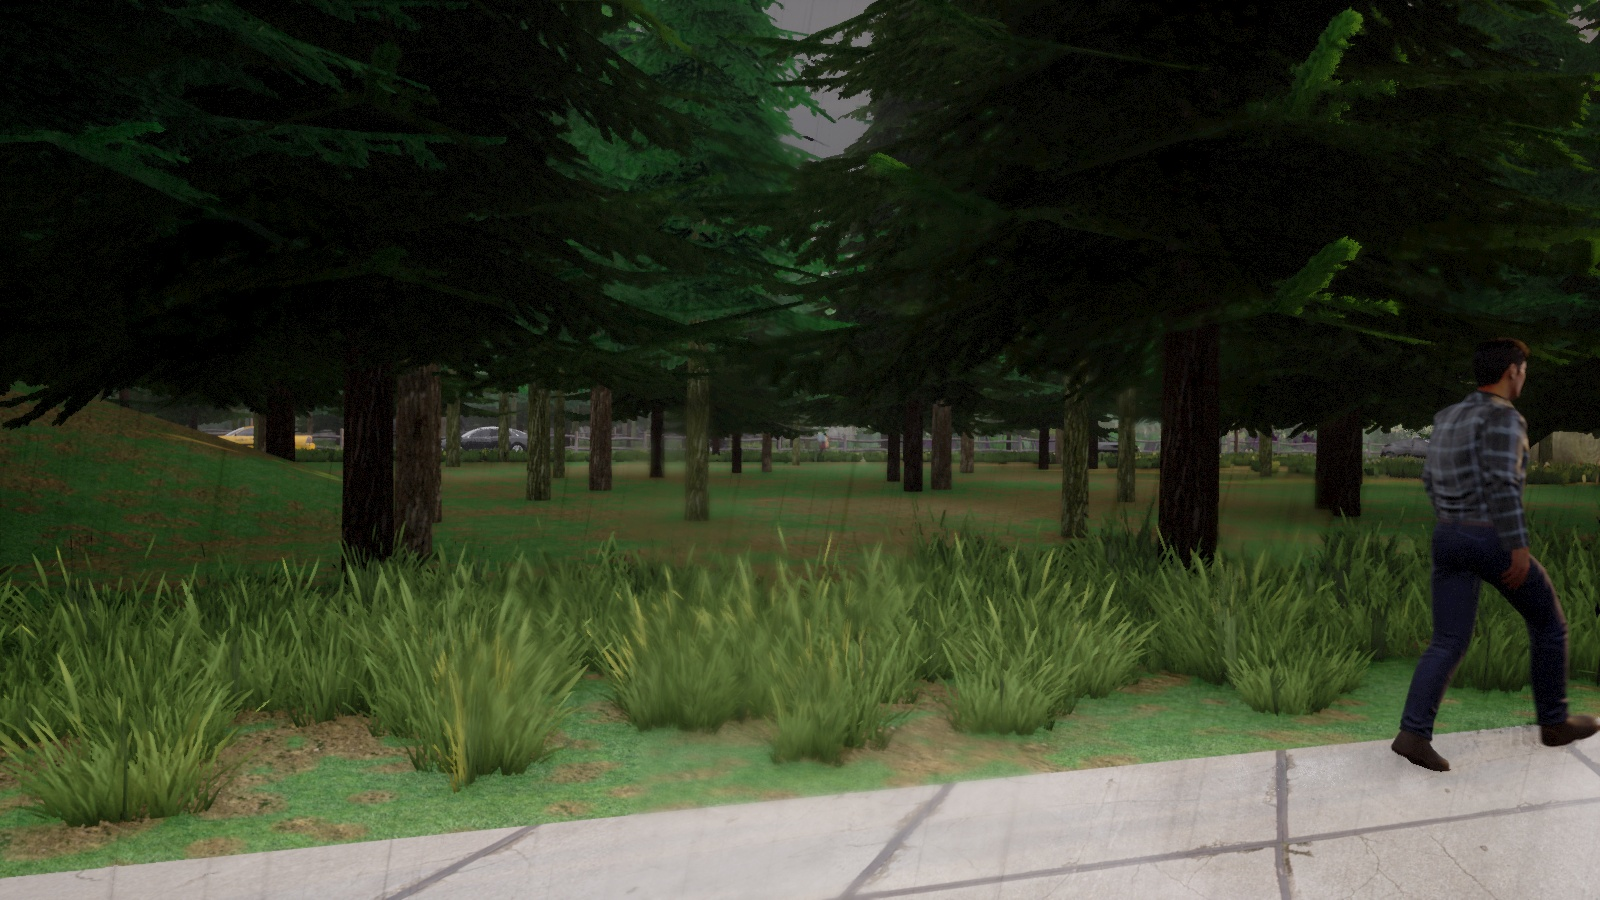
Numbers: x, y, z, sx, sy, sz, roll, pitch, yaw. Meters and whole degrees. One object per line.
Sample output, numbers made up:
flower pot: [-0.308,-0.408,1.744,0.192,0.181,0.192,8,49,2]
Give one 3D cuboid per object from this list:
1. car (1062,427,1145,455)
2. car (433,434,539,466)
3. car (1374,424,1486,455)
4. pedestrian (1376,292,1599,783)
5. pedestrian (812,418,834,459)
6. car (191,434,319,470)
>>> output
car: [16.977,-0.523,70.245,4.193,1.474,1.816,-1,1,-19]
car: [-15.475,-0.037,61.913,4.892,1.490,1.837,-1,1,-21]
car: [31.618,-0.545,63.196,2.163,1.488,4.792,-1,1,-23]
pedestrian: [2.909,0.343,5.274,0.788,1.949,0.423,-1,1,-13]
pedestrian: [1.079,-0.539,60.083,0.873,1.952,0.659,-1,1,-17]
car: [-25.178,0.062,58.221,5.366,1.575,1.801,-1,1,-21]
